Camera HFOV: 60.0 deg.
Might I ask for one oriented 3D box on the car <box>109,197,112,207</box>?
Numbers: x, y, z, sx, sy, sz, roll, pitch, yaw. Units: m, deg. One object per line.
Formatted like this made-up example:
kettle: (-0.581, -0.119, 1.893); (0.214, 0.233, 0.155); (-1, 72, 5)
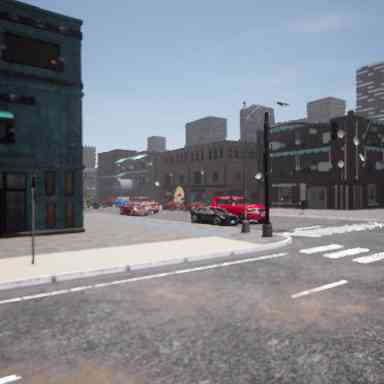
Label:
car: (-15.559, 1.880, 64.020); (2.192, 1.841, 5.009); (-2, 0, -35)

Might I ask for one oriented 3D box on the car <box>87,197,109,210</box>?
car: (-15.746, 1.972, 54.490); (1.837, 1.490, 4.892); (-1, 0, -35)

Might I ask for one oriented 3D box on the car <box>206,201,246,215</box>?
car: (3.701, 1.750, 36.961); (2.008, 1.369, 4.403); (-2, 0, -35)

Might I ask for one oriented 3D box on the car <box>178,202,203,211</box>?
car: (0.493, 1.844, 41.471); (1.802, 1.307, 4.206); (-2, 0, -35)

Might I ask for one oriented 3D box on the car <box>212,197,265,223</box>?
car: (3.705, 1.400, 27.007); (2.150, 2.045, 5.566); (-1, 0, -34)

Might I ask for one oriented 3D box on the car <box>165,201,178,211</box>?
car: (-2.715, 1.906, 45.981); (1.802, 1.307, 4.206); (-2, 0, -35)

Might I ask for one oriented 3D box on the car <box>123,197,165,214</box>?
car: (-5.978, 1.589, 40.593); (2.150, 2.045, 5.566); (-1, 0, -35)

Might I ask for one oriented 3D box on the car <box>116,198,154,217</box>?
car: (-6.337, 1.807, 36.610); (1.967, 1.590, 4.097); (-2, 0, -35)

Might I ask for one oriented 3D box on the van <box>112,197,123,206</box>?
van: (-12.349, 1.847, 59.510); (1.690, 1.788, 3.998); (-2, 0, -35)

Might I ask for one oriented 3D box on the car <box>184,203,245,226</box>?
car: (1.612, 1.775, 25.234); (1.947, 1.339, 4.313); (-2, 0, -35)

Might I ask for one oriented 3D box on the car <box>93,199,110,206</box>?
car: (-18.762, 2.167, 68.530); (1.887, 1.381, 4.507); (-2, 0, -35)
